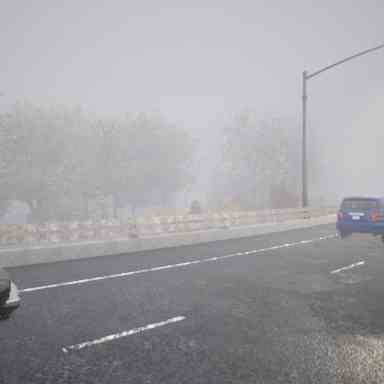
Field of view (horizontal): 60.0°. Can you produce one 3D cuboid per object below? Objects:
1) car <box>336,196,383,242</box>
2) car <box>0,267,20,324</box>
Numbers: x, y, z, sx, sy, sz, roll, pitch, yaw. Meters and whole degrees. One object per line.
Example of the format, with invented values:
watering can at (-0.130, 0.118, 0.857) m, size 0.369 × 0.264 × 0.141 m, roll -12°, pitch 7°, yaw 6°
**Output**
car at (9.176, 1.224, 16.547) m, size 5.566 × 2.045 × 2.150 m, roll 0°, pitch 0°, yaw -44°
car at (-5.041, 1.600, 4.545) m, size 4.718 × 1.301 × 1.895 m, roll 0°, pitch 0°, yaw -35°
